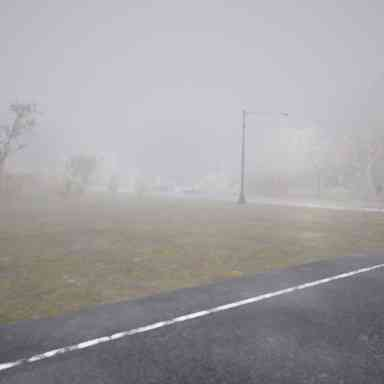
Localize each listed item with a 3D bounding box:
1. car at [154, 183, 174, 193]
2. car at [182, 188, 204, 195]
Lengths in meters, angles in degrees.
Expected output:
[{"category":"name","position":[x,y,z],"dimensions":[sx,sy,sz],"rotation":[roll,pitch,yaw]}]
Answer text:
[{"category":"car","position":[-5.750,-0.906,68.385],"dimensions":[2.150,2.045,5.566],"rotation":[0,2,-36]},{"category":"car","position":[0.075,-0.145,60.268],"dimensions":[1.895,1.301,4.718],"rotation":[0,2,-36]}]
